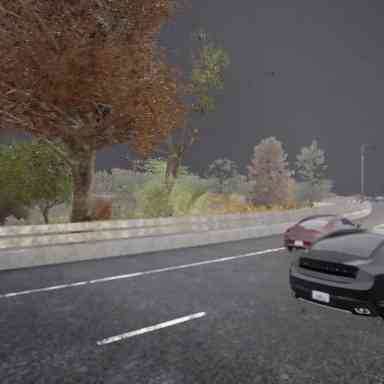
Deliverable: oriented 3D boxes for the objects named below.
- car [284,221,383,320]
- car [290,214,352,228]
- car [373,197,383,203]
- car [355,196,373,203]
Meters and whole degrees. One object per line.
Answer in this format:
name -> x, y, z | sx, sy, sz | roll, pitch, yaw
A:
car -> 4.066, 1.551, 7.264 | 4.892, 1.490, 1.837 | 0, 0, -40
car -> 5.382, 1.606, 12.990 | 4.674, 1.442, 1.812 | 0, 0, -42
car -> 42.994, 1.818, 77.077 | 1.812, 1.442, 4.674 | 0, 0, 5
car -> 39.526, 1.650, 77.540 | 2.097, 1.767, 4.553 | 0, 0, 5
